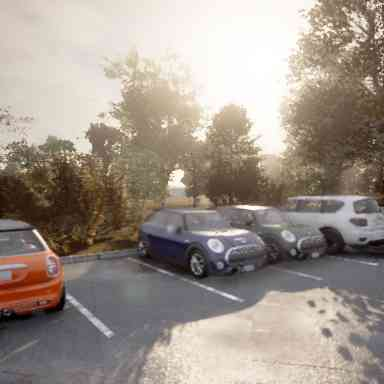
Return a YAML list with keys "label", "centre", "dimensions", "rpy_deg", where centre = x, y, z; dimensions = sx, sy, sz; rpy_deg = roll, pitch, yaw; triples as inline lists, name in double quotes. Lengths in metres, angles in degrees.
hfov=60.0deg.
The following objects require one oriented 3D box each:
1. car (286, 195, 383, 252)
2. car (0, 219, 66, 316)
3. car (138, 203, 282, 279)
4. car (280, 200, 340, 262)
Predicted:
- label: "car"
  centre: [4.781, 1.161, 13.512]
  dimensions: [2.435, 2.045, 5.566]
  rpy_deg: [0, 0, -36]
- label: "car"
  centre: [-4.250, 1.352, 6.990]
  dimensions: [2.185, 1.767, 4.553]
  rpy_deg: [0, 0, -36]
- label: "car"
  centre: [0.145, 1.320, 10.205]
  dimensions: [2.185, 1.767, 4.553]
  rpy_deg: [0, 0, -36]
- label: "car"
  centre: [2.412, 1.304, 11.823]
  dimensions: [2.185, 1.767, 4.553]
  rpy_deg: [0, 0, -36]
